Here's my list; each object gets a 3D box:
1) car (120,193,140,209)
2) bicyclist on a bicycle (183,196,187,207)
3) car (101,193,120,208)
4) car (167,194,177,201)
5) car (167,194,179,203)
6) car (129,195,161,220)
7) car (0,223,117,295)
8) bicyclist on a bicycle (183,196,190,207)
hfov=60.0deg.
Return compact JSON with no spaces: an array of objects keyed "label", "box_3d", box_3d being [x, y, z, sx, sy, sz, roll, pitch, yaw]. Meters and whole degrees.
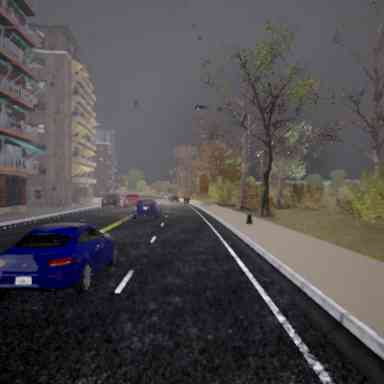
[{"label":"car","box_3d":[-8.219,1.219,46.178,2.150,2.045,5.566,0,0,-4]},{"label":"bicyclist on a bicycle","box_3d":[-1.099,1.440,51.475,0.582,1.620,1.656,0,0,-4]},{"label":"car","box_3d":[-11.604,1.222,48.046,2.150,2.045,5.566,0,0,-4]},{"label":"car","box_3d":[-4.994,1.323,82.160,2.097,1.767,4.553,0,0,-7]},{"label":"car","box_3d":[-3.823,1.478,71.787,1.837,1.490,4.892,0,0,-6]},{"label":"car","box_3d":[-3.810,1.352,28.568,2.097,1.767,4.553,0,0,-2]},{"label":"car","box_3d":[-3.238,1.528,8.627,1.812,1.442,4.674,0,0,-1]},{"label":"bicyclist on a bicycle","box_3d":[-0.527,1.361,43.226,0.659,1.776,1.843,0,0,-4]}]
